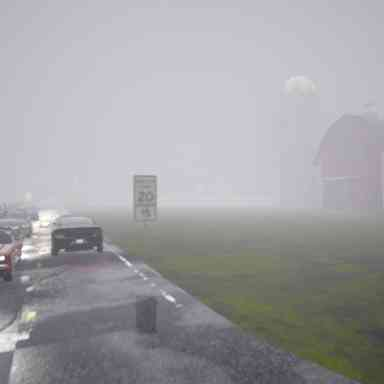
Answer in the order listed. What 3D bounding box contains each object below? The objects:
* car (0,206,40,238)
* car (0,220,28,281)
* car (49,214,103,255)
[{"bbox_3d":[-10.255,1.805,19.336,2.128,1.511,4.902,0,-1,-23],"label":"car"},{"bbox_3d":[-6.239,1.771,10.011,1.895,1.301,4.718,0,-1,-23],"label":"car"},{"bbox_3d":[-5.101,1.696,14.507,1.882,1.535,5.008,0,-1,-23],"label":"car"}]
